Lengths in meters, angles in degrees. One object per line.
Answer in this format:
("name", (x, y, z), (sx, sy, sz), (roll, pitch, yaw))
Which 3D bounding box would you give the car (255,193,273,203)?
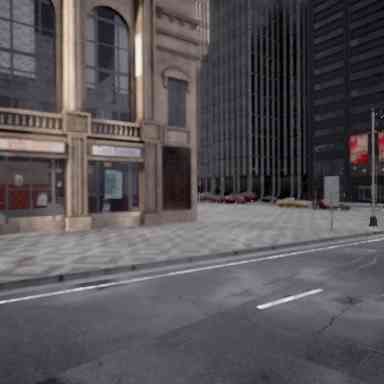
("car", (13.578, 1.273, 58.013), (1.947, 1.339, 4.313), (0, 1, -36))

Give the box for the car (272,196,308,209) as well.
("car", (13.348, 1.414, 43.766), (1.752, 1.417, 4.829), (0, 1, -36))

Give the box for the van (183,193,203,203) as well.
("van", (0.081, 1.028, 62.145), (1.690, 1.788, 3.998), (0, 1, -36))

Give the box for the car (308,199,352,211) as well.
("car", (16.542, 1.477, 39.343), (1.887, 1.381, 4.507), (0, 1, -36))

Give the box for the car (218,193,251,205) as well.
("car", (6.665, 1.335, 53.025), (1.887, 1.381, 4.507), (0, 1, -36))

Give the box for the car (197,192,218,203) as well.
("car", (3.374, 1.054, 57.584), (2.192, 1.841, 5.009), (0, 1, -36))

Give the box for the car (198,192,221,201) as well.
("car", (3.704, 0.865, 71.692), (2.192, 1.841, 5.009), (0, 1, -36))

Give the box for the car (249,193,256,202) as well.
("car", (7.970, 1.350, 55.952), (1.895, 1.301, 4.718), (-1, 1, -36))

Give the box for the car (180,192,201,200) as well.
("car", (-0.318, 0.902, 72.690), (2.128, 1.511, 4.902), (-1, 1, -36))
